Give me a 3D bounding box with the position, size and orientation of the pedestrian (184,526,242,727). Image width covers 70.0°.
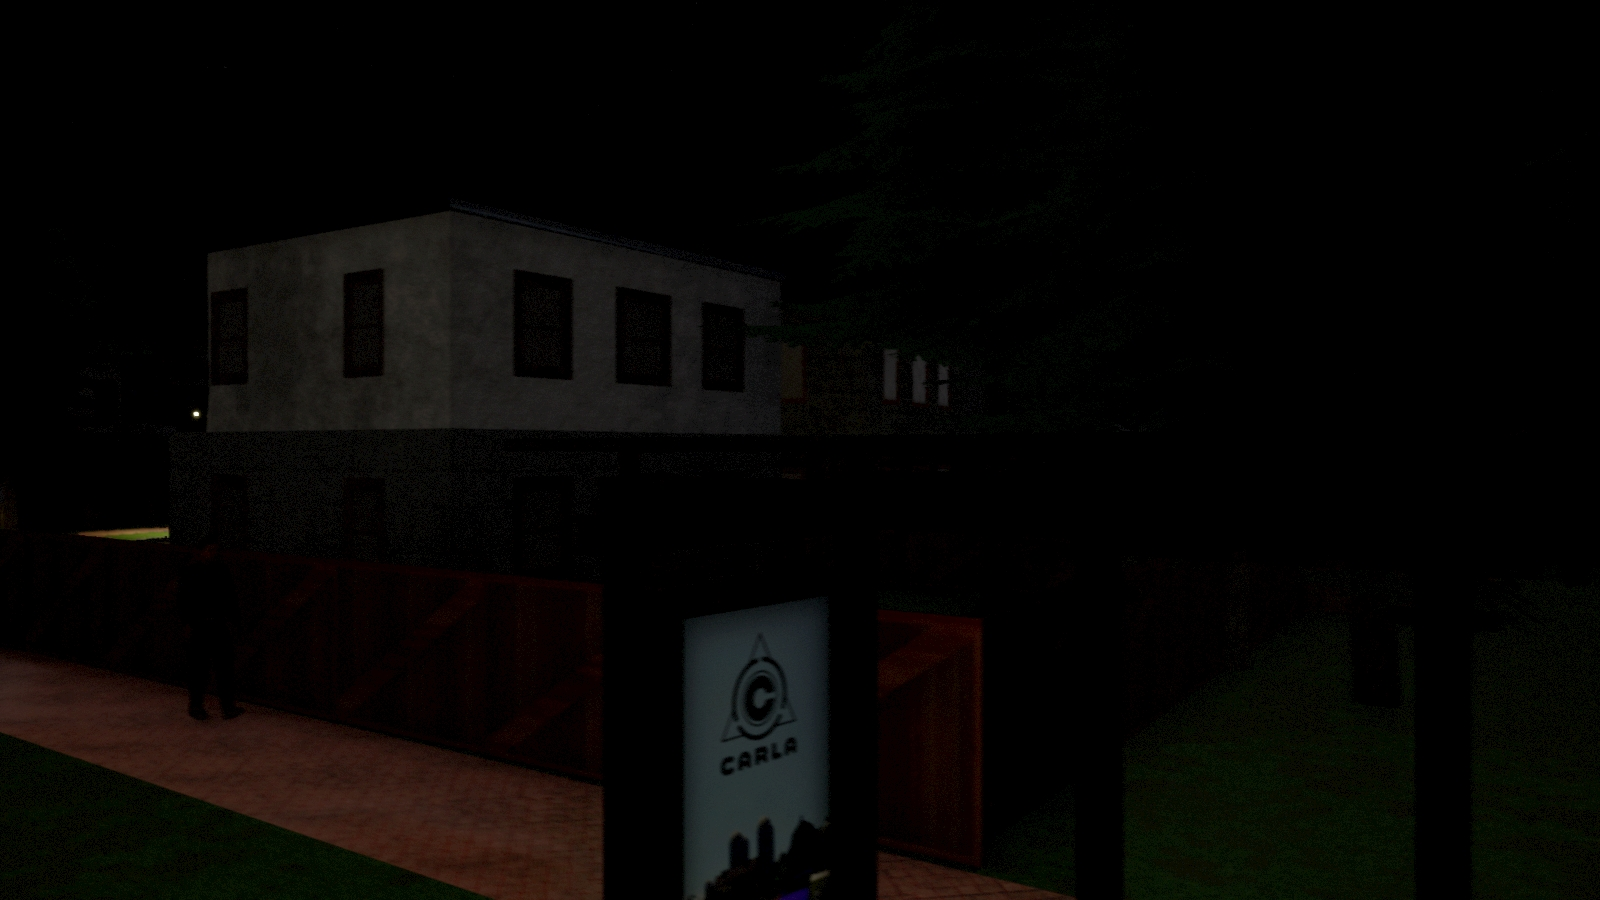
[{"bbox_3d":[-5.666,1.677,11.028,0.375,1.860,0.375,0,0,36],"label":"pedestrian"}]
